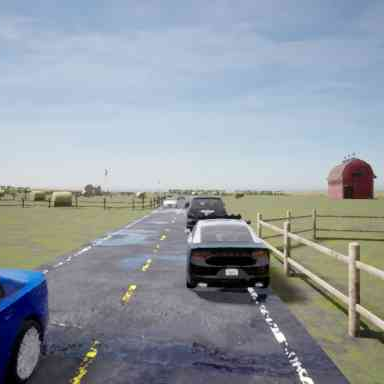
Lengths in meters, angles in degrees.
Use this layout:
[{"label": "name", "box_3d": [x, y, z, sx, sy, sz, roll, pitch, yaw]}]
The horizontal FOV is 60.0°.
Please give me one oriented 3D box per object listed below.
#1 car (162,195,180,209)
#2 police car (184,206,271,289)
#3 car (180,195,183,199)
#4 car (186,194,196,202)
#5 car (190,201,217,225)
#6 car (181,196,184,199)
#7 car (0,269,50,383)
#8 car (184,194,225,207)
[{"label": "car", "box_3d": [-2.953, 1.518, 45.856, 1.812, 1.442, 4.674, 0, 0, 0]}, {"label": "police car", "box_3d": [0.802, 1.424, 9.340, 1.930, 1.638, 5.238, 0, 0, 0]}, {"label": "car", "box_3d": [-2.960, 1.532, 92.674, 1.994, 1.385, 4.181, 0, 0, 0]}, {"label": "car", "box_3d": [-0.163, 1.257, 71.673, 2.097, 1.767, 4.553, 0, 0, 0]}, {"label": "car", "box_3d": [0.766, 1.502, 25.230, 1.837, 1.490, 4.892, 0, 0, 0]}, {"label": "car", "box_3d": [-0.077, 1.540, 46.080, 2.033, 1.411, 5.357, 0, 0, 0]}, {"label": "car", "box_3d": [-2.856, 1.477, 2.493, 1.882, 1.535, 5.008, 0, 0, 0]}, {"label": "car", "box_3d": [0.779, 1.222, 19.259, 2.150, 2.045, 5.566, 0, 0, 0]}]
